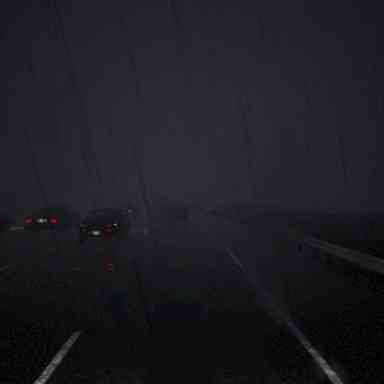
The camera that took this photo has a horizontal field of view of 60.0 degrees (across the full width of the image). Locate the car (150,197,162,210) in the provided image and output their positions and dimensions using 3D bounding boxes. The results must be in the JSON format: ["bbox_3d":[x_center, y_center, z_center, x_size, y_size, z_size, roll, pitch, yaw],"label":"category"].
[{"bbox_3d":[-4.068,1.405,41.209,1.882,1.535,5.008,0,0,-11],"label":"car"}]

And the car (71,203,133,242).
[{"bbox_3d":[-4.116,1.499,16.000,1.812,1.442,4.674,0,0,-4],"label":"car"}]

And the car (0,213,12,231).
[{"bbox_3d":[-11.278,1.538,17.548,1.994,1.385,4.181,0,0,-5],"label":"car"}]

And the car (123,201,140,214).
[{"bbox_3d":[-6.287,1.543,34.013,1.895,1.301,4.718,0,0,-9],"label":"car"}]

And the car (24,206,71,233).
[{"bbox_3d":[-7.892,1.517,19.327,2.033,1.411,5.357,0,0,-6],"label":"car"}]

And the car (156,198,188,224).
[{"bbox_3d":[-1.417,1.435,24.289,1.882,1.535,5.008,0,0,-7],"label":"car"}]
